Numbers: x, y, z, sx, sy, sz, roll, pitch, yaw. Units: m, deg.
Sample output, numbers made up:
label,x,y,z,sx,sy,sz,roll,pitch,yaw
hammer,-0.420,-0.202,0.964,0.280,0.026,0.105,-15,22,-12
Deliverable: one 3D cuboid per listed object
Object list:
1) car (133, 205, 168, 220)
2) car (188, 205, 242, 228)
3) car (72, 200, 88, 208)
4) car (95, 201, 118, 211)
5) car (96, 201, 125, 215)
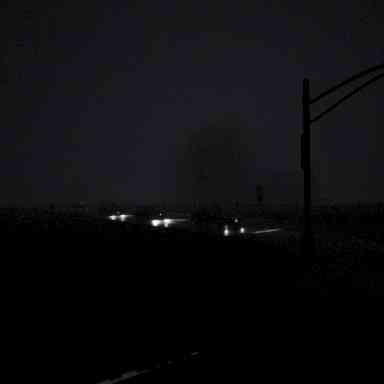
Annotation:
label,x,y,z,sx,sy,sz,roll,pitch,yaw
car,-4.189,1.981,33.230,1.994,1.385,4.181,-1,0,-37
car,1.642,1.771,25.114,2.128,1.511,4.902,-1,0,-36
car,-21.453,2.321,63.655,2.128,1.511,4.902,-1,0,-36
car,-13.612,2.144,52.720,1.837,1.490,4.892,-1,-1,-36
car,-10.337,2.110,41.829,2.033,1.411,5.357,-1,0,-35
